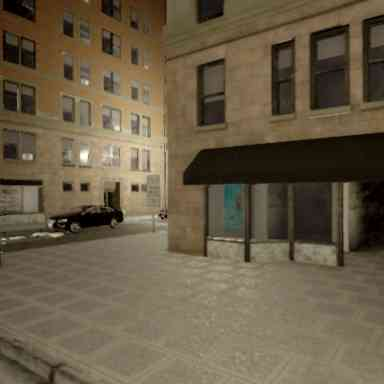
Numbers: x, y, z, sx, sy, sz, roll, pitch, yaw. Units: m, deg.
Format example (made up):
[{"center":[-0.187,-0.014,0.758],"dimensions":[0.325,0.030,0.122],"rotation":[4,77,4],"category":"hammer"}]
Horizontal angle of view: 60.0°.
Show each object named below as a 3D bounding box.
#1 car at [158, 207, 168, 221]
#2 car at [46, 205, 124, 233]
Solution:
[{"center":[-0.821,1.578,27.754],"dimensions":[1.837,1.490,4.892],"rotation":[0,0,36],"category":"car"},{"center":[-6.330,1.547,20.124],"dimensions":[2.128,1.511,4.902],"rotation":[0,0,35],"category":"car"}]
